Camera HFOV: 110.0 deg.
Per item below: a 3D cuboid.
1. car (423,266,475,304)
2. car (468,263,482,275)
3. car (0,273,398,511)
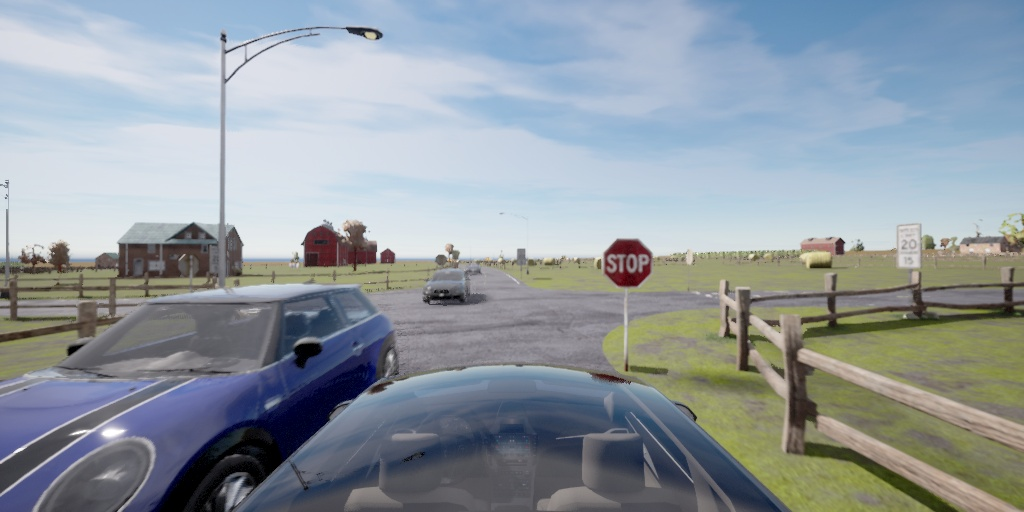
[{"bbox_3d":[-3.081,1.429,17.652,1.837,1.490,4.892,-1,0,-2],"label":"car"},{"bbox_3d":[-4.908,1.626,46.505,2.128,1.511,4.902,0,0,-5],"label":"car"},{"bbox_3d":[-2.767,1.115,3.570,2.097,1.767,4.553,0,0,0],"label":"car"}]
